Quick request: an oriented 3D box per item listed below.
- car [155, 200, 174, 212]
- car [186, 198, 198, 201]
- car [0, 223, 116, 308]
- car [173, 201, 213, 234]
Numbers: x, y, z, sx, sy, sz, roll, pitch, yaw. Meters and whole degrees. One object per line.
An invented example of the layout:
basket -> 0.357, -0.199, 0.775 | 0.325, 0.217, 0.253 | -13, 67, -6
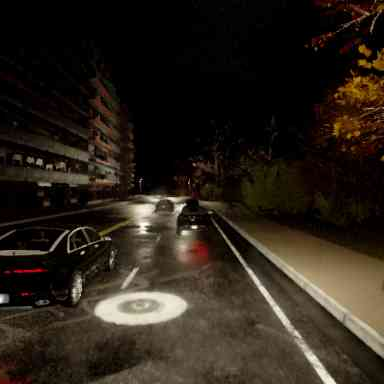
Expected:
car -> -3.108, 1.567, 38.210 | 1.994, 1.385, 4.181 | 0, 0, 0
car -> -0.007, 1.578, 53.112 | 1.994, 1.385, 4.181 | 0, 0, -1
car -> -3.144, 1.499, 7.870 | 1.837, 1.490, 4.892 | 0, 0, 0
car -> 0.122, 1.507, 19.024 | 1.837, 1.490, 4.892 | 0, 0, 0
